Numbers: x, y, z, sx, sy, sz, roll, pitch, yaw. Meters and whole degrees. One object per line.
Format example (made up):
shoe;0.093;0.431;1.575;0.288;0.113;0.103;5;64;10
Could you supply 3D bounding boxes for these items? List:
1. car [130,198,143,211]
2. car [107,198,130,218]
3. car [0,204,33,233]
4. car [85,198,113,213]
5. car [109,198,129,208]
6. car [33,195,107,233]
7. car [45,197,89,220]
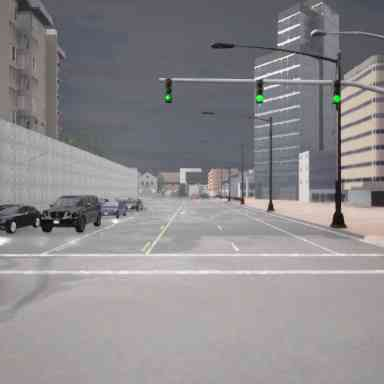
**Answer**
car;-7.112;1.490;40.168;2.128;1.511;4.902;0;0;0
car;-7.114;1.525;29.826;1.812;1.442;4.674;0;0;0
car;-10.611;1.504;19.553;1.837;1.490;4.892;0;0;0
car;-10.614;1.503;38.439;1.837;1.490;4.892;0;0;0
car;-10.582;1.599;48.499;1.895;1.301;4.718;0;0;0
car;-7.107;1.221;20.185;2.150;2.045;5.566;0;0;0
car;-10.615;1.351;28.621;2.097;1.767;4.553;0;0;0
